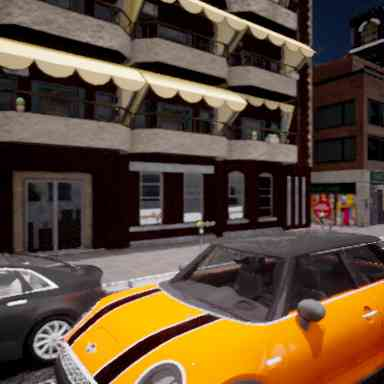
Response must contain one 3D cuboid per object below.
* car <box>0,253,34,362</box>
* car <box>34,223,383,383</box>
[{"bbox_3d":[-3.269,1.553,4.227,4.403,1.369,2.008,0,0,-35],"label":"car"},{"bbox_3d":[0.831,1.339,3.959,4.553,1.767,2.097,0,0,-35],"label":"car"}]
